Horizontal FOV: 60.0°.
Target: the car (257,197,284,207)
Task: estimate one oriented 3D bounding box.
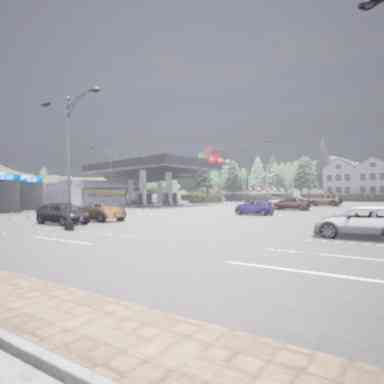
[{"bbox_3d":[12.686,1.584,53.881,3.806,1.475,1.970,-1,0,36],"label":"car"}]

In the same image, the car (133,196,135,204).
[{"bbox_3d":[-12.038,2.053,76.648,2.242,1.667,4.611,-1,0,36],"label":"car"}]

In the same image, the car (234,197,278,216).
[{"bbox_3d":[5.752,1.462,31.213,3.633,1.501,1.845,-1,0,36],"label":"car"}]

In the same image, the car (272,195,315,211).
[{"bbox_3d":[11.664,1.440,39.269,4.514,1.523,2.007,-1,0,36],"label":"car"}]

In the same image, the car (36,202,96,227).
[{"bbox_3d":[-9.223,1.562,23.577,4.514,1.523,2.007,-1,0,36],"label":"car"}]

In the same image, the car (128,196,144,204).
[{"bbox_3d":[-14.067,1.945,83.487,1.905,1.878,3.866,-1,0,36],"label":"car"}]

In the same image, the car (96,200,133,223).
[{"bbox_3d":[-7.421,1.553,26.145,5.027,1.636,2.152,-1,0,36],"label":"car"}]

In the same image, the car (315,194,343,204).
[{"bbox_3d":[19.564,1.231,48.927,4.605,1.855,1.932,-1,0,36],"label":"car"}]

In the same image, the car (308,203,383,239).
[{"bbox_3d":[7.588,1.411,15.048,3.806,1.475,1.970,-1,0,36],"label":"car"}]
